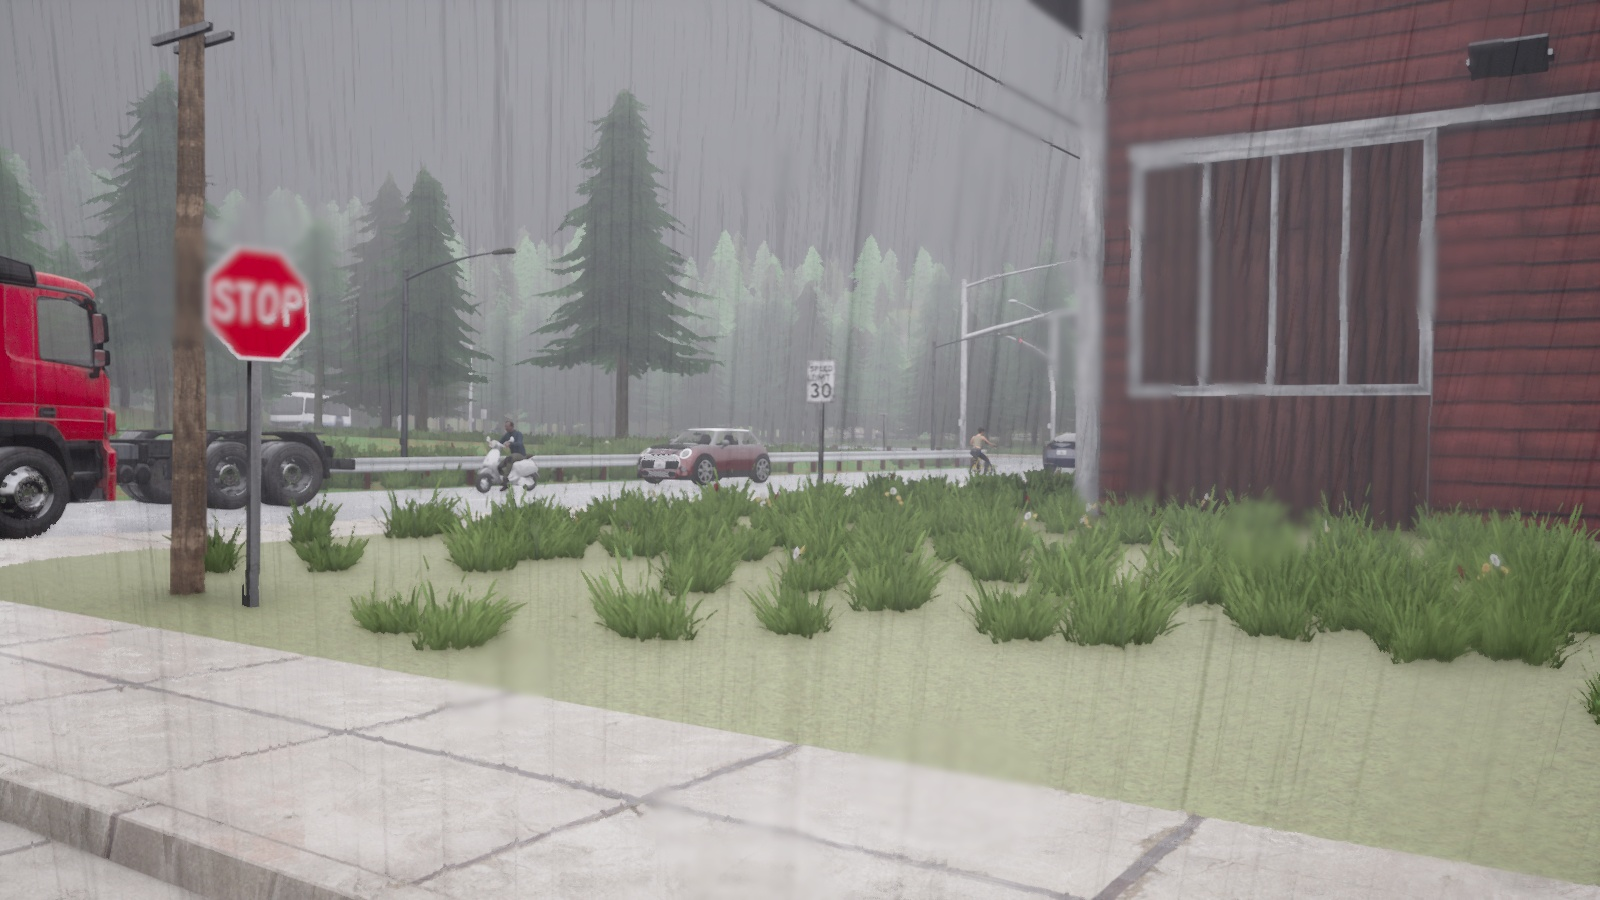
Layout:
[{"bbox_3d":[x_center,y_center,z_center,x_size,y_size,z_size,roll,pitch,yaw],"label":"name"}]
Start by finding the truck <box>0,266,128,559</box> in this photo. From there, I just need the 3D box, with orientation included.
[{"bbox_3d":[-11.140,-0.411,13.305,2.891,3.462,7.936,0,1,9],"label":"truck"}]

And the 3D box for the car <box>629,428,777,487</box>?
[{"bbox_3d":[-2.517,0.164,33.514,1.970,1.475,3.806,0,1,35],"label":"car"}]

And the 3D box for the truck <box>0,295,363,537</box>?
[{"bbox_3d":[-11.466,-0.527,20.542,2.891,3.462,7.936,0,1,35],"label":"truck"}]

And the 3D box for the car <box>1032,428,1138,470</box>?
[{"bbox_3d":[10.567,-0.077,46.308,2.163,1.488,4.792,0,1,35],"label":"car"}]

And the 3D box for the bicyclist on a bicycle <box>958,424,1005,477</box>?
[{"bbox_3d":[5.669,0.000,39.220,0.866,1.612,1.509,0,1,35],"label":"bicyclist on a bicycle"}]

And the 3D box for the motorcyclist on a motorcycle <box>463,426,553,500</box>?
[{"bbox_3d":[-6.452,0.264,27.812,0.866,1.590,1.817,0,1,35],"label":"motorcyclist on a motorcycle"}]
